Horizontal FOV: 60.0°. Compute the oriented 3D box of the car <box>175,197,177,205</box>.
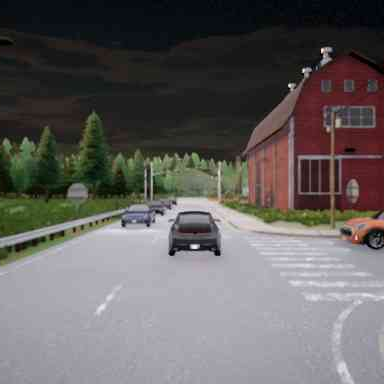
[{"bbox_3d":[-3.550,1.545,57.152,1.882,1.535,5.008,0,0,0],"label":"car"}]

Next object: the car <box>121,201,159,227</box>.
[{"bbox_3d":[-3.605,1.553,23.015,1.812,1.442,4.674,0,0,0],"label":"car"}]

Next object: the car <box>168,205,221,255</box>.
[{"bbox_3d":[0.096,1.523,13.388,1.837,1.490,4.892,0,1,0],"label":"car"}]

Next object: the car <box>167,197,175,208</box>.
[{"bbox_3d":[-3.604,1.556,43.747,1.837,1.490,4.892,0,0,0],"label":"car"}]

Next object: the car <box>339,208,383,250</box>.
[{"bbox_3d":[8.639,1.369,13.859,4.553,1.767,2.097,0,0,3],"label":"car"}]

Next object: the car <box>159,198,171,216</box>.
[{"bbox_3d":[-3.605,1.587,33.351,2.033,1.411,5.357,0,0,0],"label":"car"}]
